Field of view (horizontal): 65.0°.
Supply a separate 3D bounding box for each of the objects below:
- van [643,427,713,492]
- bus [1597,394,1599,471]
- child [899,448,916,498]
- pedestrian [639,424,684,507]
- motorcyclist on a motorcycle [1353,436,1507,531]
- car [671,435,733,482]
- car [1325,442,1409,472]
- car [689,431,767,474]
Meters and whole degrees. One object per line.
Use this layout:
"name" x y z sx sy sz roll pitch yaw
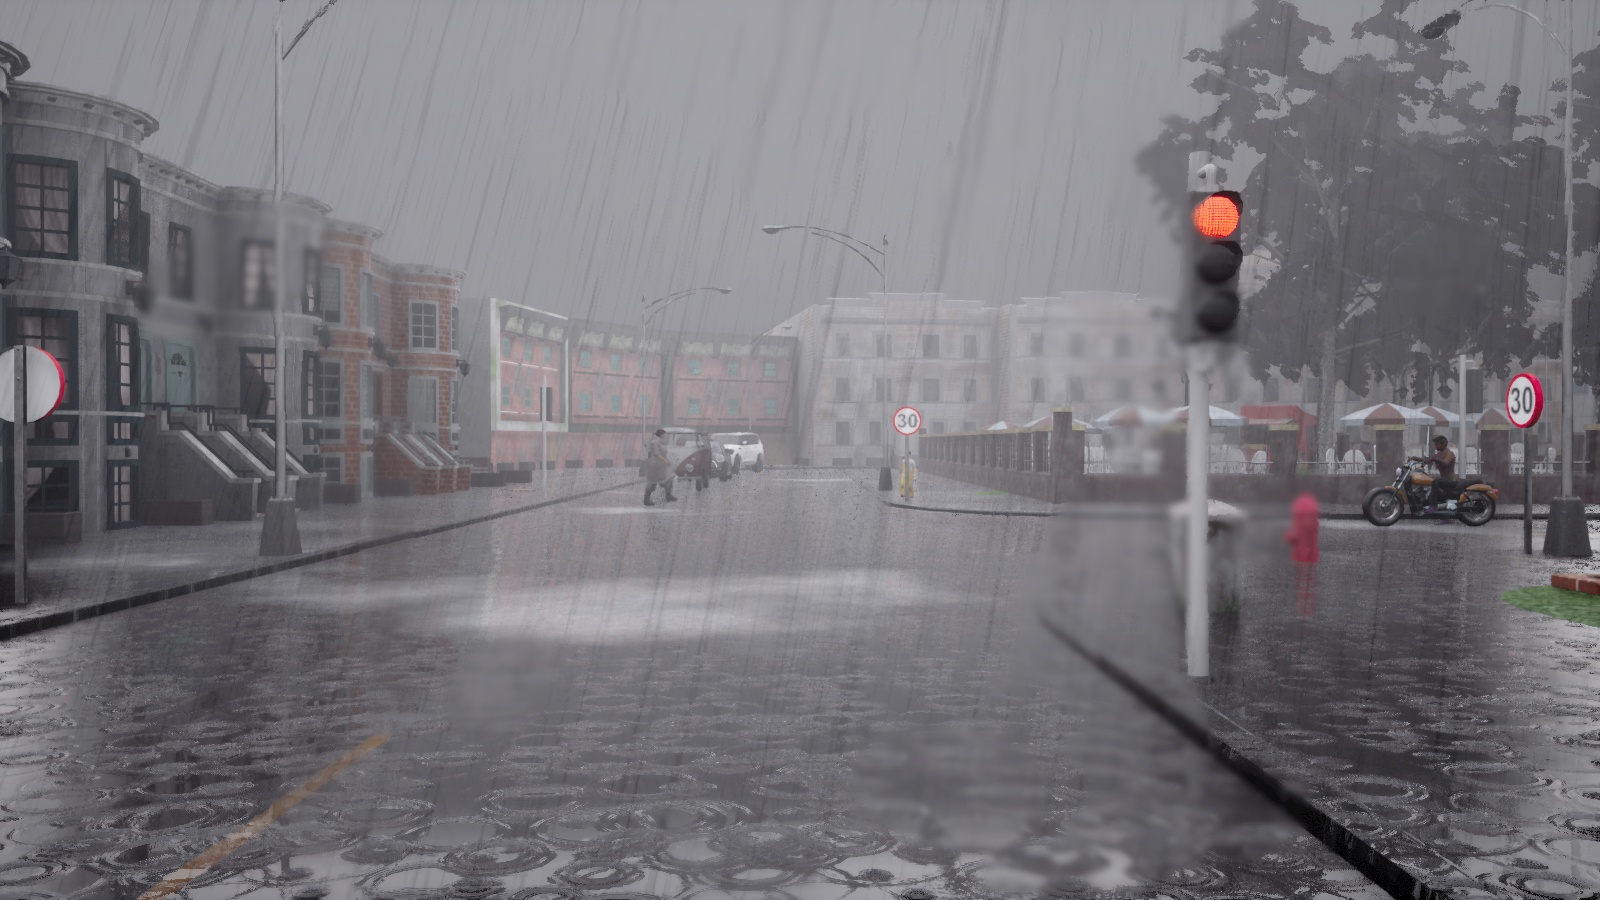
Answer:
"van" -3.858 0.268 40.407 1.775 1.987 4.442 0 0 0
"bus" 49.210 -0.971 67.479 10.273 4.253 3.944 0 0 0
"child" 2.735 0.580 31.954 0.270 1.263 0.437 0 0 26
"pedestrian" -3.305 0.367 29.923 0.873 1.952 0.659 0 0 17
"motorcyclist on a motorcycle" 11.174 0.580 22.316 2.350 1.649 0.766 0 0 0
"car" -3.842 0.321 49.766 2.097 1.767 4.553 0 0 0
"car" 30.438 0.369 67.518 3.705 1.549 1.789 0 0 0
"car" -3.523 0.110 62.756 2.150 2.045 5.566 0 0 17
